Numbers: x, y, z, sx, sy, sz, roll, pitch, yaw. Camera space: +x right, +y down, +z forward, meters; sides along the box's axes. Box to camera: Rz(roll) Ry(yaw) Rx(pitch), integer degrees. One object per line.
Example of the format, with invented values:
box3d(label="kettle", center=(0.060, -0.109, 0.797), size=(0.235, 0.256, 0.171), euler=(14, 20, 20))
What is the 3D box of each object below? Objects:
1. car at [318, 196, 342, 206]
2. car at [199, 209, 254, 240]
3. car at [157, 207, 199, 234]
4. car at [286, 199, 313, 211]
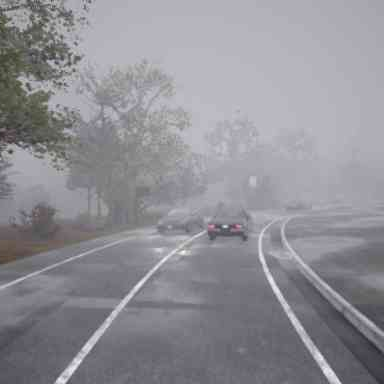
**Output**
box3d(label="car", center=(22.270, 1.359, 53.510), size=(4.902, 1.511, 2.128), euler=(-2, -3, -37))
box3d(label="car", center=(2.086, 1.567, 17.013), size=(2.033, 1.411, 5.357), euler=(-1, 0, 14))
box3d(label="car", center=(-0.552, 1.629, 20.118), size=(1.812, 1.442, 4.674), euler=(-2, -1, 17))
box3d(label="car", center=(12.569, 1.481, 38.872), size=(1.994, 1.385, 4.181), euler=(-4, -2, 37))
